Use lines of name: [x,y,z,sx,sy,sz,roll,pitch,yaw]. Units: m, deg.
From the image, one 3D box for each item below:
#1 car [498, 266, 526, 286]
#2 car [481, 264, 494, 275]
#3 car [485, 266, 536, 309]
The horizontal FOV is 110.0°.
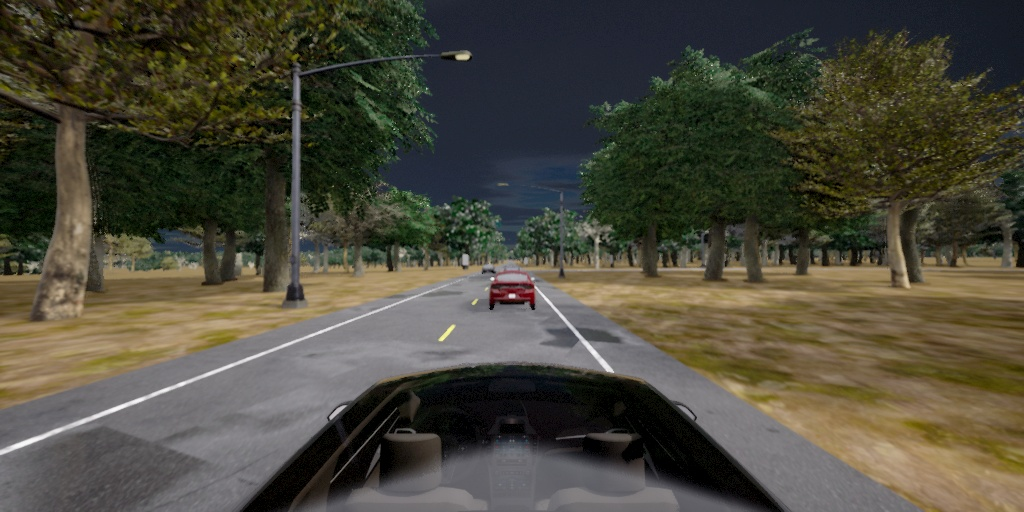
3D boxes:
car: [0.013,1.615,30.381,2.128,1.511,4.902,0,-1,0]
car: [-3.545,1.989,54.287,1.882,1.535,5.008,0,-1,1]
car: [0.024,1.395,16.113,1.882,1.535,5.008,0,0,0]
